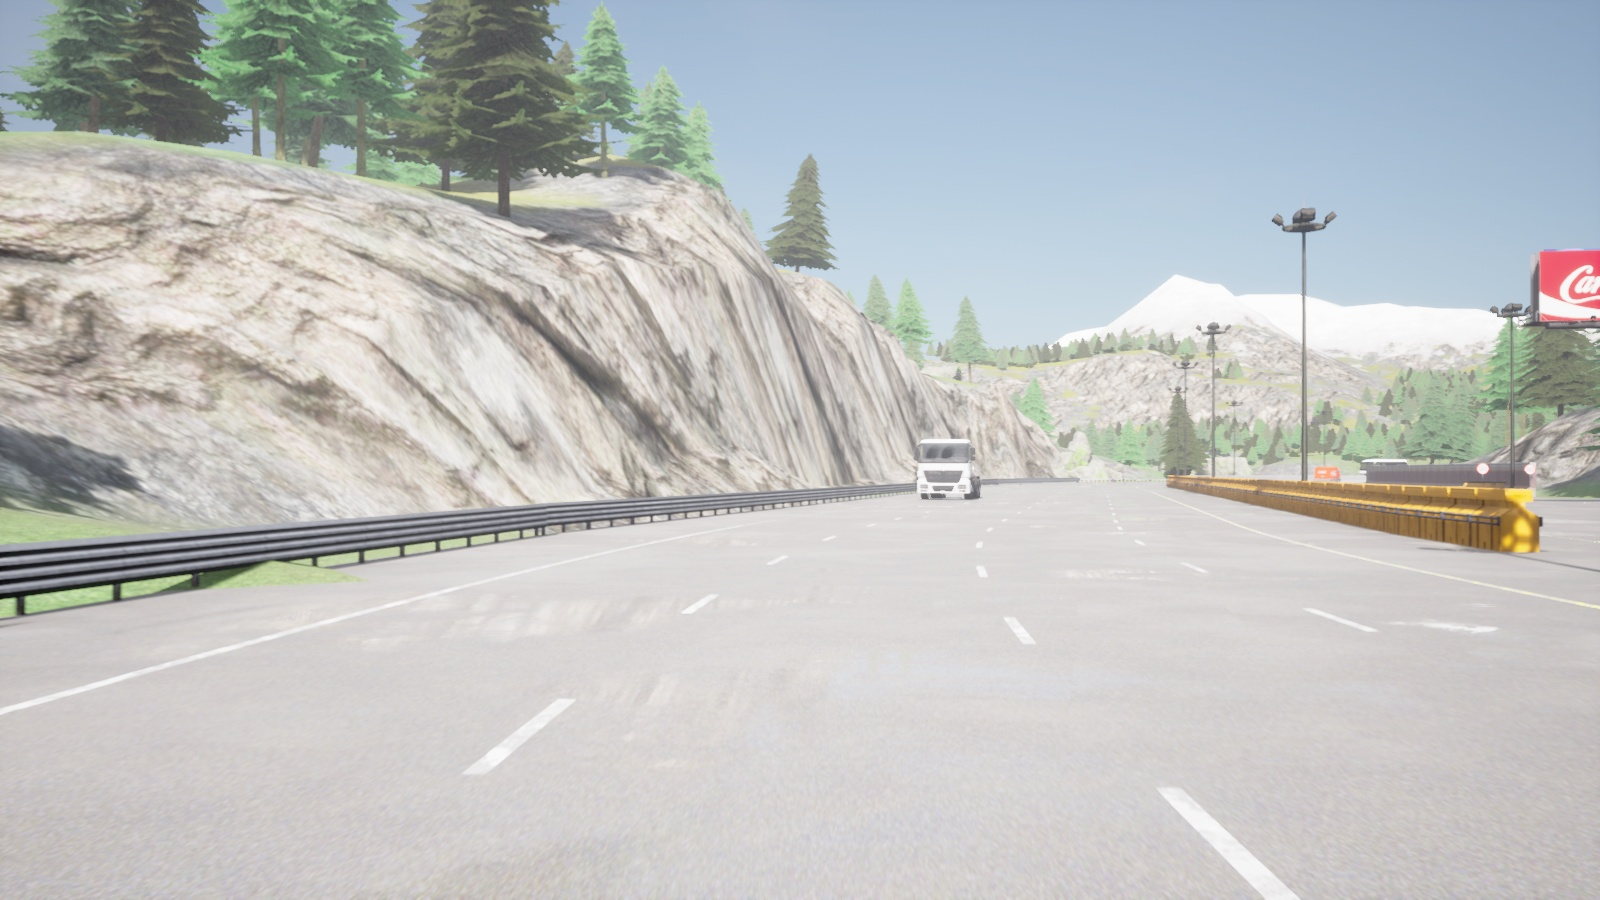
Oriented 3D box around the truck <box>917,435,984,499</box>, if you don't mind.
[{"bbox_3d":[8.665,0.999,71.713,2.891,3.462,7.936,0,-1,13],"label":"truck"}]
